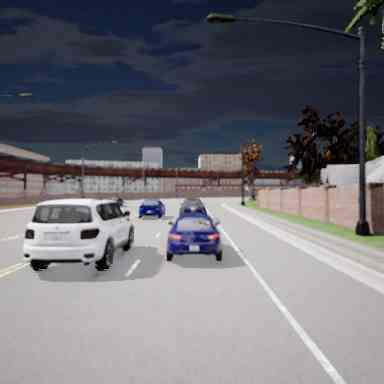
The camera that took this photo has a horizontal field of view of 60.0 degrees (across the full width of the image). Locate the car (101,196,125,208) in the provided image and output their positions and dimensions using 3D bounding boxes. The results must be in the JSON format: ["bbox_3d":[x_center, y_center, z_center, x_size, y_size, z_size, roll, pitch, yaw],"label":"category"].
[{"bbox_3d":[-10.525,1.310,44.730,1.882,1.535,5.008,0,0,1],"label":"car"}]

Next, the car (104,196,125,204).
[{"bbox_3d":[-13.196,1.383,56.841,1.895,1.301,4.718,0,0,9],"label":"car"}]

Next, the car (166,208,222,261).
[{"bbox_3d":[0.073,1.529,12.248,1.812,1.442,4.674,0,0,0],"label":"car"}]

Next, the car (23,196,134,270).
[{"bbox_3d":[-3.434,1.230,11.162,2.150,2.045,5.566,0,0,1],"label":"car"}]

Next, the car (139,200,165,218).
[{"bbox_3d":[-3.412,1.397,29.106,1.882,1.535,5.008,0,1,0],"label":"car"}]

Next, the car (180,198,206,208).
[{"bbox_3d":[0.075,1.282,26.826,2.097,1.767,4.553,0,0,0],"label":"car"}]
